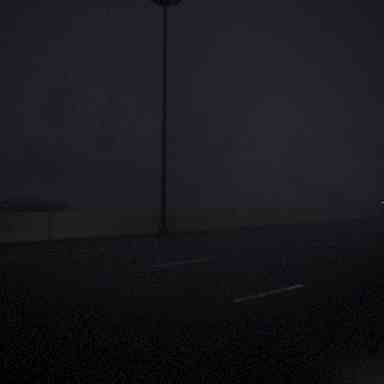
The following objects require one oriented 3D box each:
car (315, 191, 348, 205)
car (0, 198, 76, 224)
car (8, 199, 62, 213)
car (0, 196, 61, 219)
[{"bbox_3d":[19.916,0.922,47.266,5.566,2.045,2.150,0,1,-24],"label":"car"},{"bbox_3d":[-10.553,1.175,22.157,4.902,1.511,2.128,0,1,-34],"label":"car"},{"bbox_3d":[-10.016,1.218,18.258,4.902,1.511,2.128,0,1,-35],"label":"car"},{"bbox_3d":[-12.662,1.115,24.950,5.008,1.535,1.882,0,1,-35],"label":"car"}]
